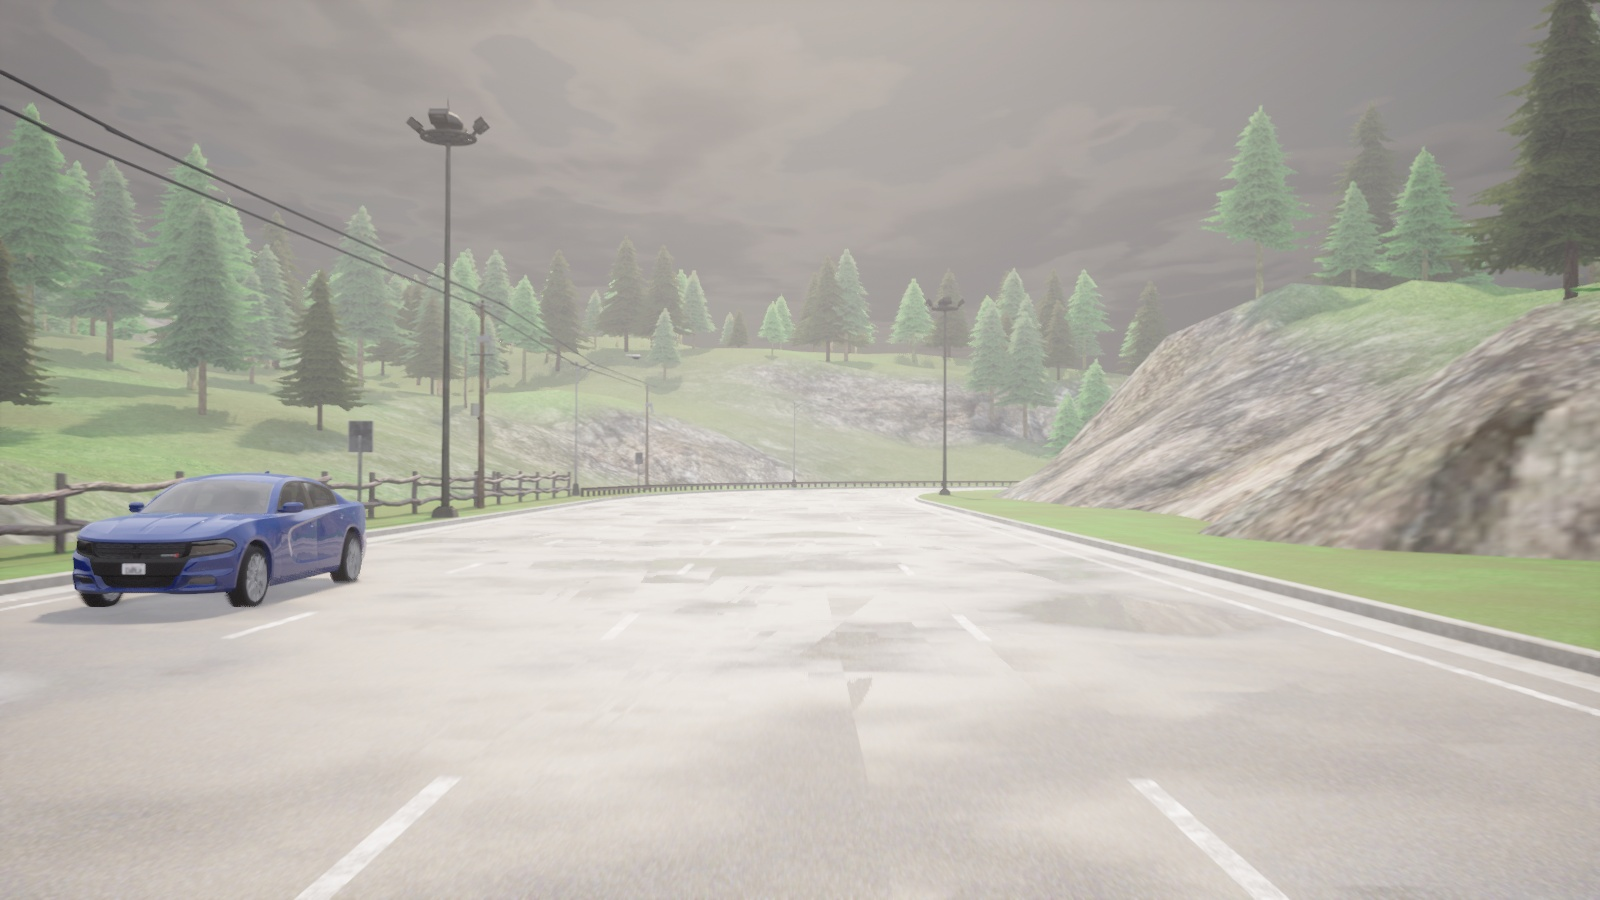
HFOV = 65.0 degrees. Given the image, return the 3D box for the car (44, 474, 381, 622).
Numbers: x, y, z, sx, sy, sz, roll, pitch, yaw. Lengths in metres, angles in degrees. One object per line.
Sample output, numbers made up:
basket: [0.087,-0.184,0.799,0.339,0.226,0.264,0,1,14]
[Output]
car: [-7.037,1.084,15.759,1.882,1.535,5.008,0,-1,0]
